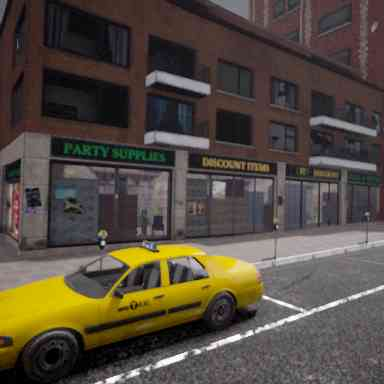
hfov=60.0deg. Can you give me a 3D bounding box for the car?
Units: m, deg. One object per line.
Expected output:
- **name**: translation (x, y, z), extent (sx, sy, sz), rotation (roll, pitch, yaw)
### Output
- **car**: translation (-0.936, 1.526, 5.404), extent (4.829, 1.417, 1.752), rotation (0, 2, -35)
